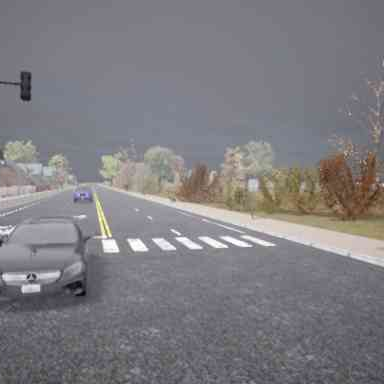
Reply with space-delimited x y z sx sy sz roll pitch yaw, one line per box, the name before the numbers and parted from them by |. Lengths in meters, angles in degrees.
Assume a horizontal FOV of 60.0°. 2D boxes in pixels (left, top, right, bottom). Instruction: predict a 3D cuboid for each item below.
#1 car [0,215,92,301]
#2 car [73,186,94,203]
car | -3.407 1.334 7.892 1.812 1.442 4.674 1 1 -17
car | -13.235 0.266 40.545 2.150 2.045 5.566 1 1 -17
